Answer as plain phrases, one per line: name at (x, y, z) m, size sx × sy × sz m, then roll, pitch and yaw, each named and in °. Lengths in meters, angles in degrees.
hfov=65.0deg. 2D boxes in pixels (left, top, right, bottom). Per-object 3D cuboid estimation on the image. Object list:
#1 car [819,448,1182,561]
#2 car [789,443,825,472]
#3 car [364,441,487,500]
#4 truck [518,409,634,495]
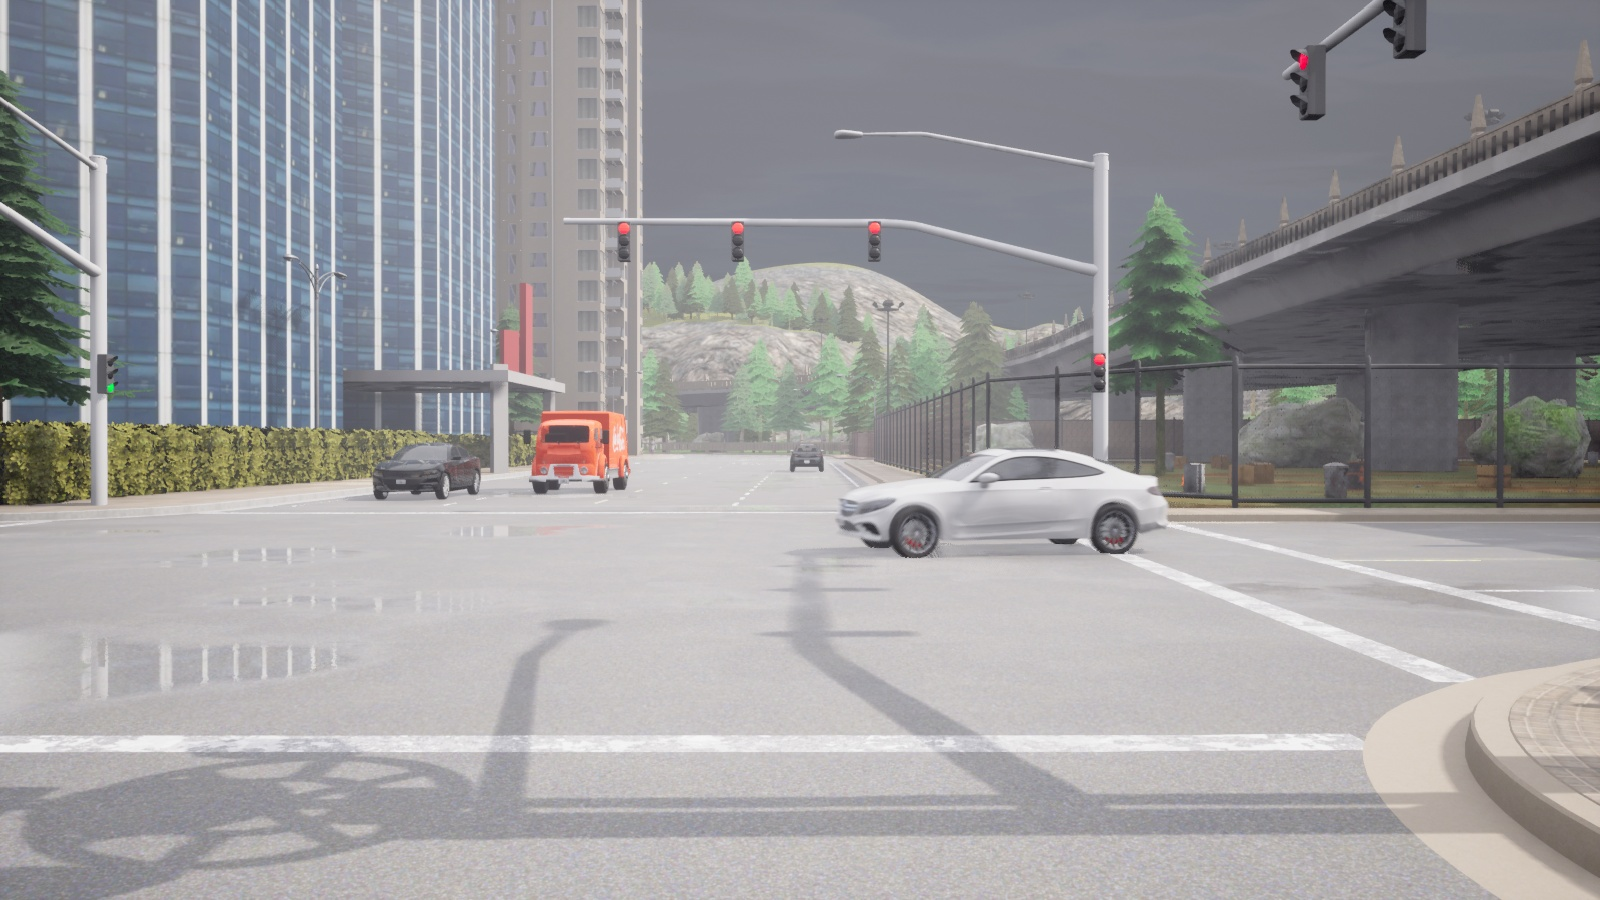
car at (2.748, 0.701, 17.569) m, size 4.674 × 1.442 × 1.812 m, roll 0°, pitch 0°, yaw -13°
car at (0.368, 0.385, 66.510) m, size 1.816 × 1.474 × 4.193 m, roll 0°, pitch 0°, yaw 0°
car at (-10.300, 0.519, 34.939) m, size 1.882 × 1.535 × 5.008 m, roll 0°, pitch 0°, yaw 0°
truck at (-6.780, 0.036, 38.678) m, size 2.627 × 2.467 × 5.204 m, roll 0°, pitch 0°, yaw 0°
